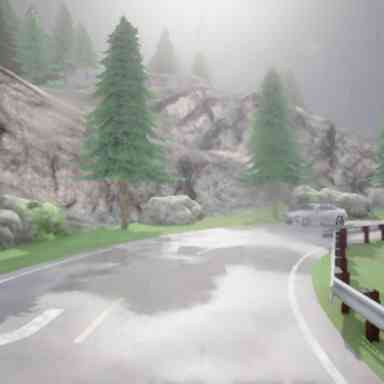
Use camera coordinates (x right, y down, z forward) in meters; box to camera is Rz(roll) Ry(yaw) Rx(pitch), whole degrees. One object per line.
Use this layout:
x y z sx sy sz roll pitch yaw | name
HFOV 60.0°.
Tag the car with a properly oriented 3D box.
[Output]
8.140 1.497 22.022 4.674 1.442 1.812 0 0 -23 | car
